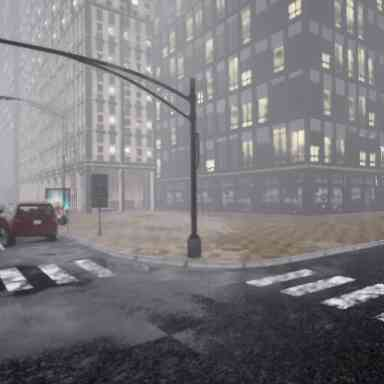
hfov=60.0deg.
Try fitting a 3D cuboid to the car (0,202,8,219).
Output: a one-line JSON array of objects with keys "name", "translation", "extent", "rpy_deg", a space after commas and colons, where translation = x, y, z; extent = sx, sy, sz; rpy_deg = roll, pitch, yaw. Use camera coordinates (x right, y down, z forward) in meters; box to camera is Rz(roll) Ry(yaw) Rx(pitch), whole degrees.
[{"name": "car", "translation": [-17.570, 1.608, 29.239], "extent": [1.947, 1.339, 4.313], "rpy_deg": [1, -1, -36]}]

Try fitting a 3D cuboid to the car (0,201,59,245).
[{"name": "car", "translation": [-7.813, 1.339, 15.755], "extent": [2.192, 1.841, 5.009], "rpy_deg": [1, -1, -36]}]

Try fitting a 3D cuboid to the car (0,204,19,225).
[{"name": "car", "translation": [-14.318, 1.602, 24.744], "extent": [1.947, 1.339, 4.313], "rpy_deg": [1, -1, -36]}]
